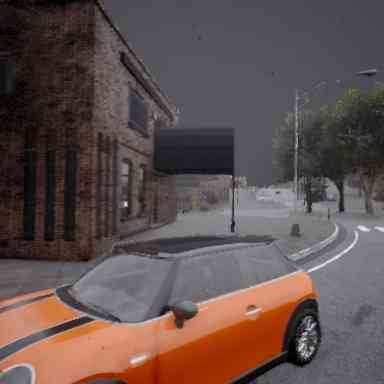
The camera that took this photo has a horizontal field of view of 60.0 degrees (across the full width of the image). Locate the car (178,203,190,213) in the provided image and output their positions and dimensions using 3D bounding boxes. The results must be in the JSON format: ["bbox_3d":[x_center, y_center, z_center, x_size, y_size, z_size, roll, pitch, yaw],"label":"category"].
[{"bbox_3d":[-2.636,1.882,41.855,4.892,1.490,1.837,1,-1,8],"label":"car"}]

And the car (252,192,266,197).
[{"bbox_3d":[19.911,1.670,91.677,4.792,1.488,2.163,-1,3,-14],"label":"car"}]

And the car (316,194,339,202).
[{"bbox_3d":[36.597,1.921,88.412,5.008,1.535,2.097,0,3,-12],"label":"car"}]

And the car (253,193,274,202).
[{"bbox_3d":[19.554,1.854,88.742,4.674,1.452,2.002,-1,3,-14],"label":"car"}]

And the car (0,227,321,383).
[{"bbox_3d":[-0.378,1.395,4.069,4.553,1.767,2.097,0,-1,-41],"label":"car"}]
